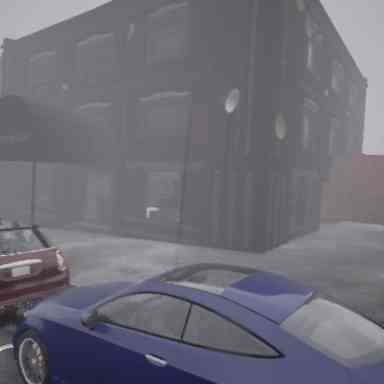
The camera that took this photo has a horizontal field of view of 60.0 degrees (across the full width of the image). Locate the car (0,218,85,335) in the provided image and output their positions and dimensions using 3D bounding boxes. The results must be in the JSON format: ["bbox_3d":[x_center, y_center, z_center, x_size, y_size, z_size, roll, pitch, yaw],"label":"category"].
[{"bbox_3d":[-4.584,1.342,6.801,4.553,1.767,2.185,0,0,35],"label":"car"}]
